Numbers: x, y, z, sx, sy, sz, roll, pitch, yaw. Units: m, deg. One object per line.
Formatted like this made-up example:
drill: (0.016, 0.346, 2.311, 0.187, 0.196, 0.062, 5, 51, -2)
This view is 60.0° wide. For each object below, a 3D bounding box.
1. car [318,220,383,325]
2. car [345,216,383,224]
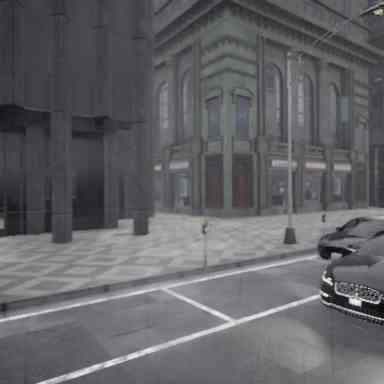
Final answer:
car: (4.527, 1.444, 6.595, 4.892, 1.490, 1.837, -1, 0, -35)
car: (5.981, 1.475, 10.933, 4.313, 1.339, 1.947, -1, 0, -36)
